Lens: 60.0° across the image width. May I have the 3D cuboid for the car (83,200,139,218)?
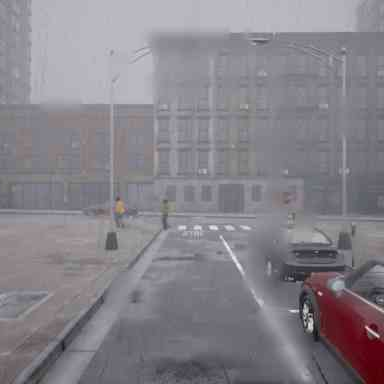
[{"bbox_3d":[-6.912,1.429,28.482,4.674,1.442,1.812,1,0,1],"label":"car"}]

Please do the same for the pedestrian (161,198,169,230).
[{"bbox_3d":[-1.607,1.299,19.847,0.375,1.860,0.375,0,0,0],"label":"pedestrian"}]

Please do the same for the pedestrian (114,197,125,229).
[{"bbox_3d":[-4.082,1.143,18.640,0.375,1.860,0.375,0,0,0],"label":"pedestrian"}]

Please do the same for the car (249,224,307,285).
[{"bbox_3d":[2.693,1.553,9.274,2.008,1.369,4.403,0,0,0],"label":"car"}]

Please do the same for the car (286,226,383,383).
[{"bbox_3d":[2.664,1.441,3.771,1.967,1.590,4.097,0,0,0],"label":"car"}]

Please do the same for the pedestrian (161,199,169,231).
[{"bbox_3d":[-1.568,1.298,19.216,0.375,1.860,0.375,0,0,0],"label":"pedestrian"}]
